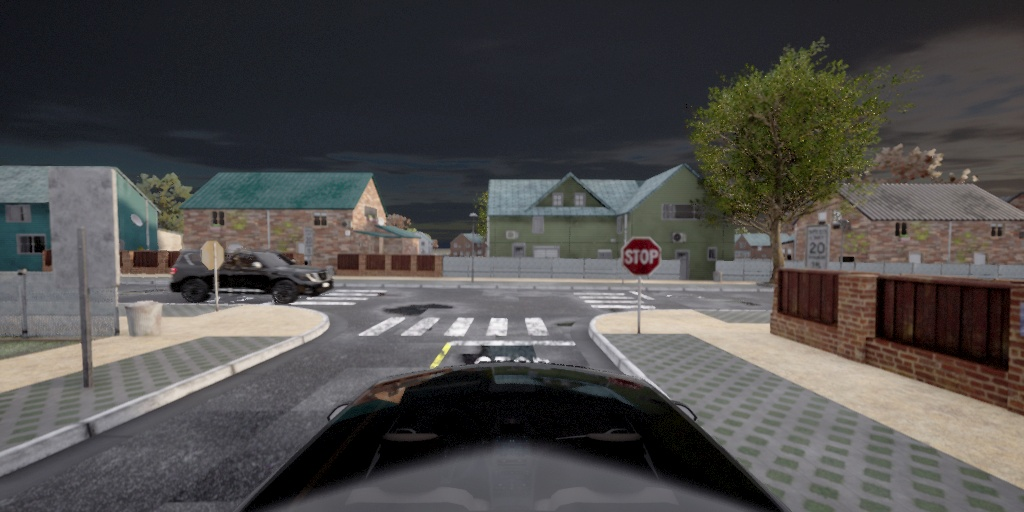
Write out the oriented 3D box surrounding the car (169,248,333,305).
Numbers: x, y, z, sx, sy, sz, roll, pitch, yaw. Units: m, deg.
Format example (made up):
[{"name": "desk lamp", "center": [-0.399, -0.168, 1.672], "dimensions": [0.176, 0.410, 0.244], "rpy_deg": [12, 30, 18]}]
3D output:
[{"name": "car", "center": [-10.194, 0.750, 14.247], "dimensions": [5.566, 2.045, 2.150], "rpy_deg": [1, 2, -1]}]
